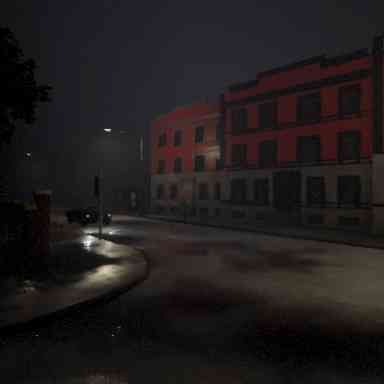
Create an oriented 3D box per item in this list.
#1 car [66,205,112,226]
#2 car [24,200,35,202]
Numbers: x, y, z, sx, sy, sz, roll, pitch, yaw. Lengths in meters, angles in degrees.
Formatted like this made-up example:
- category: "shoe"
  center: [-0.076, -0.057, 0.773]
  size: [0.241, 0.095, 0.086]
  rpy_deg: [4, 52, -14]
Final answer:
- category: "car"
  center: [-7.339, 1.623, 23.515]
  size: [1.895, 1.301, 4.718]
  rpy_deg: [0, 0, -36]
- category: "car"
  center: [-21.315, 1.627, 43.206]
  size: [1.895, 1.301, 4.718]
  rpy_deg: [0, 0, -35]
